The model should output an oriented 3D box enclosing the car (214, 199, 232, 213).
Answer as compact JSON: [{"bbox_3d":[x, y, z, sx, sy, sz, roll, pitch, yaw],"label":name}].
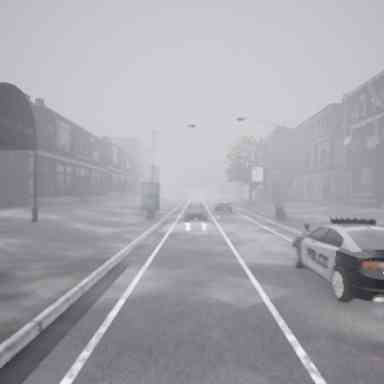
[{"bbox_3d":[3.536,1.533,38.000,1.812,1.442,4.674,0,0,1],"label":"car"}]

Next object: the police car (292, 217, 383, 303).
[{"bbox_3d":[3.987,1.462,8.463,1.930,1.638,5.238,0,0,1],"label":"police car"}]

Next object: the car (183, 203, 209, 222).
[{"bbox_3d":[0.318,1.557,26.651,2.033,1.411,5.357,0,0,1],"label":"car"}]
